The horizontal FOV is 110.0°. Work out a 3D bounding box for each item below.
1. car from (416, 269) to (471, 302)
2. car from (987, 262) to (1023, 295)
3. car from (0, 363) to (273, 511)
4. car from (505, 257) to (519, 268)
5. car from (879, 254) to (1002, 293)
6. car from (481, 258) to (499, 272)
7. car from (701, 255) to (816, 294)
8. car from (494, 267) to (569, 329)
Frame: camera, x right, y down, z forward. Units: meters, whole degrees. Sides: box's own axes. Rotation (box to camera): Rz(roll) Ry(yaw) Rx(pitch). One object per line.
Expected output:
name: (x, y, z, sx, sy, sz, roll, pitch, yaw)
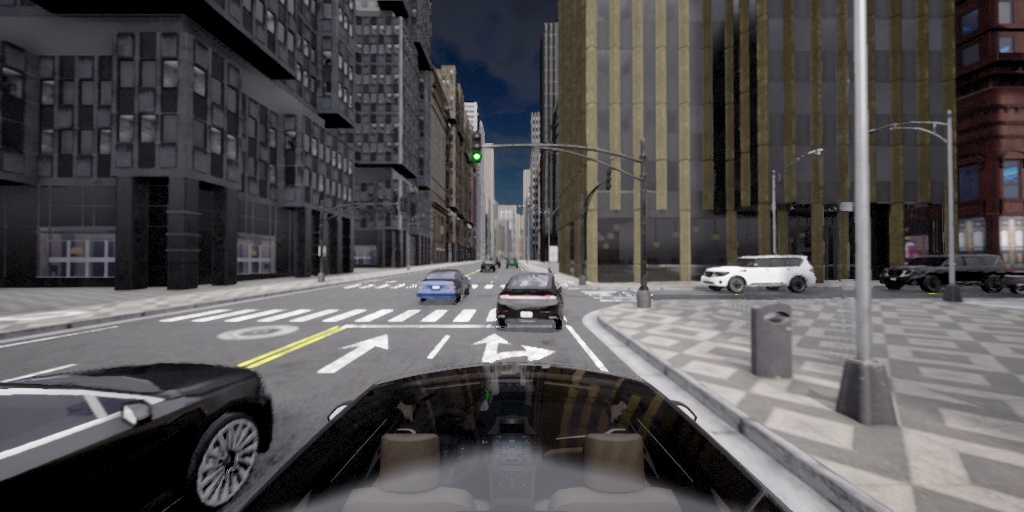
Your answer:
car: (-3.145, 1.356, 17.331, 2.033, 1.411, 5.357, 0, 0, 0)
car: (26.346, 1.153, 16.871, 4.902, 1.511, 2.128, 0, -1, 0)
car: (-3.155, 1.240, 1.398, 2.128, 1.511, 4.902, 0, 0, 0)
car: (0.029, 1.130, 63.501, 2.150, 2.045, 5.566, 0, 0, 0)
car: (24.083, 0.931, 20.065, 5.566, 2.045, 2.150, 0, -1, 0)
car: (-3.138, 1.358, 48.965, 1.882, 1.535, 5.008, 0, 0, 0)
car: (13.656, 0.975, 20.041, 5.566, 2.045, 2.150, 0, -1, 0)
car: (0.758, 1.279, 11.490, 2.128, 1.511, 4.902, 0, 0, 9)
